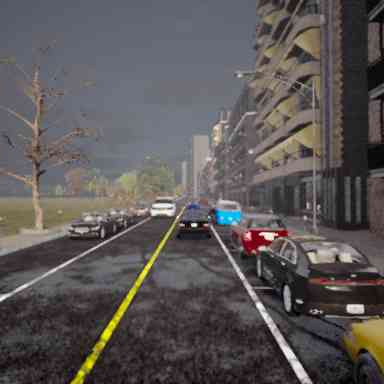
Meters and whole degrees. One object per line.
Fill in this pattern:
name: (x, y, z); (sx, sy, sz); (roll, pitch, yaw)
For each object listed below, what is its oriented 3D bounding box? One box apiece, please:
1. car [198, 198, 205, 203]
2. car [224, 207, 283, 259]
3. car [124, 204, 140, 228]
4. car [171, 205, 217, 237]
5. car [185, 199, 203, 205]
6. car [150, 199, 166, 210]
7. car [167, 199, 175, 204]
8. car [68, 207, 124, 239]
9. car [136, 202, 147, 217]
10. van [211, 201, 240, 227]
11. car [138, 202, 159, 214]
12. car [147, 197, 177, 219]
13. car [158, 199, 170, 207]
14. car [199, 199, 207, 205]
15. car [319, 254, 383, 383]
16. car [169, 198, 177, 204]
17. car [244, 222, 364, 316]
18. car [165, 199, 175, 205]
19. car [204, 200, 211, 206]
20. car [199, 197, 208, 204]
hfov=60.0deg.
car: (2.585, 2.443, 92.333); (1.947, 1.339, 4.313); (1, -1, 0)
car: (2.577, 1.562, 13.084); (1.967, 1.590, 4.097); (1, -1, 0)
car: (-5.303, 1.773, 23.803); (2.008, 1.369, 4.403); (1, -1, 0)
car: (0.104, 1.725, 19.049); (2.033, 1.411, 5.357); (0, -1, 0)
car: (0.109, 1.910, 41.019); (1.812, 1.442, 4.674); (0, -1, 0)
car: (-5.299, 1.929, 52.073); (1.967, 1.590, 4.097); (1, -1, 0)
car: (-5.296, 2.397, 85.994); (1.802, 1.307, 4.206); (1, -1, 0)
car: (-5.304, 1.720, 18.150); (2.008, 1.369, 4.403); (1, -1, 0)
car: (-5.301, 1.768, 35.112); (1.967, 1.590, 4.097); (1, -1, 0)
van: (2.579, 1.569, 24.407); (1.690, 1.788, 3.998); (1, -1, 0)
car: (-5.301, 1.947, 40.765); (1.947, 1.339, 4.313); (1, -1, 0)
car: (-2.745, 1.530, 32.816); (2.150, 2.045, 5.566); (0, -1, 0)
car: (-5.298, 2.141, 63.379); (1.887, 1.381, 4.507); (1, -1, 0)
car: (2.584, 2.311, 81.012); (1.887, 1.381, 4.507); (1, -1, 0)
car: (2.574, 1.545, 1.932); (1.752, 1.417, 4.829); (1, -1, 0)
car: (-5.295, 2.415, 91.648); (1.887, 1.381, 4.507); (1, -1, 0)
car: (2.575, 1.621, 7.422); (2.008, 1.369, 4.403); (1, -1, 0)
car: (-5.296, 2.311, 80.340); (2.008, 1.369, 4.403); (1, -1, 0)
car: (2.578, 1.900, 35.726); (1.947, 1.339, 4.313); (1, -1, 0)
car: (2.586, 2.027, 75.354); (2.192, 1.841, 5.009); (1, -1, 0)
